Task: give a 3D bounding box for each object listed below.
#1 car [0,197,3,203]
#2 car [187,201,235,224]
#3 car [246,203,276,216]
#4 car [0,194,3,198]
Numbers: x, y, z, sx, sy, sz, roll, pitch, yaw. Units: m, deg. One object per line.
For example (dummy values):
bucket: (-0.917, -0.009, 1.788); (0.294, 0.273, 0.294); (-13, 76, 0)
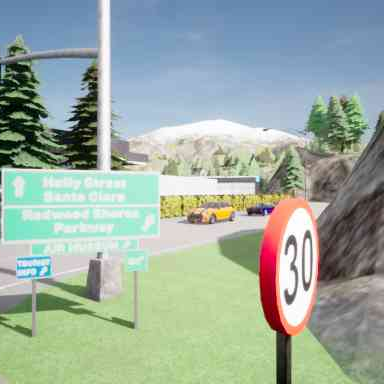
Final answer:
car: (-12.400, 1.505, 26.036); (1.905, 1.878, 3.866); (0, 0, 35)
car: (1.584, 1.544, 26.704); (2.097, 1.767, 4.553); (0, 0, 36)
car: (7.486, 1.792, 34.833); (1.895, 1.301, 4.718); (0, 0, 36)
car: (-38.661, 1.489, 69.944); (4.514, 1.523, 2.007); (0, 0, 35)
